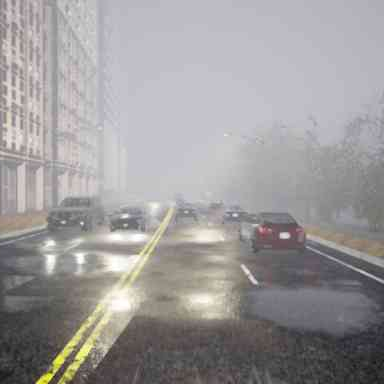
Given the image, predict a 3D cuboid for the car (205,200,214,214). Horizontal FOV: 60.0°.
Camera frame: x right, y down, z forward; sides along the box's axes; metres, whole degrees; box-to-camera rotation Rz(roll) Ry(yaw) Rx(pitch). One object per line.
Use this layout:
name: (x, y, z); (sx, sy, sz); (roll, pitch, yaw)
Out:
car: (2.518, 1.549, 35.778); (2.128, 1.511, 4.902); (0, 0, -2)

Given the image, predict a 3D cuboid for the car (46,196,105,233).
car: (-6.865, 1.260, 20.357); (2.150, 2.045, 5.566); (0, 0, -1)

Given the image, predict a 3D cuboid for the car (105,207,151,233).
car: (-3.611, 1.600, 19.951); (1.994, 1.385, 4.181); (0, 0, -1)

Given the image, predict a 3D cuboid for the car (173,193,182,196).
car: (-3.152, 1.320, 75.570); (2.150, 2.045, 5.566); (0, 0, -5)

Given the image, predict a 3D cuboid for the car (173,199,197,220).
car: (-0.536, 1.596, 28.393); (2.033, 1.411, 5.357); (0, 0, -2)

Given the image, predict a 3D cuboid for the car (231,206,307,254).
car: (3.131, 1.527, 13.703); (2.163, 1.488, 4.792); (0, 0, -1)

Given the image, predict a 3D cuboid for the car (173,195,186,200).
car: (-1.986, 1.648, 60.771); (1.994, 1.385, 4.181); (0, 0, -3)

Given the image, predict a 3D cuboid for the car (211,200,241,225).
car: (2.889, 1.589, 24.728); (2.033, 1.411, 5.357); (0, 0, -2)
